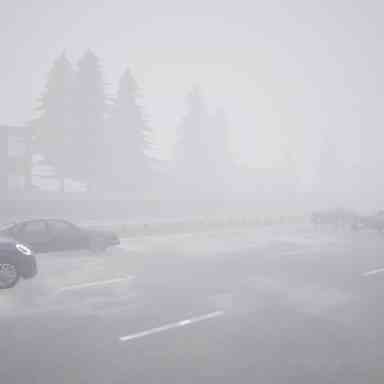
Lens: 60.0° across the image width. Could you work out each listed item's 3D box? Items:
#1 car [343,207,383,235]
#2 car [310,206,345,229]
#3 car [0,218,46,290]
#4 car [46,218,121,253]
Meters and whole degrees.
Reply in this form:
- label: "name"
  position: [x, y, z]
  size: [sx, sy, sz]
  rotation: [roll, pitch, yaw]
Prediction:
- label: "car"
  position: [11.626, 1.758, 20.610]
  size: [4.674, 1.442, 1.812]
  rotation: [0, -1, -36]
- label: "car"
  position: [10.718, 1.751, 24.246]
  size: [5.008, 1.535, 1.882]
  rotation: [0, -1, -35]
- label: "car"
  position: [-6.202, 1.442, 7.908]
  size: [4.553, 1.767, 2.097]
  rotation: [0, -1, -35]
- label: "car"
  position: [-5.515, 1.690, 12.692]
  size: [5.357, 1.411, 2.033]
  rotation: [1, -1, -35]
